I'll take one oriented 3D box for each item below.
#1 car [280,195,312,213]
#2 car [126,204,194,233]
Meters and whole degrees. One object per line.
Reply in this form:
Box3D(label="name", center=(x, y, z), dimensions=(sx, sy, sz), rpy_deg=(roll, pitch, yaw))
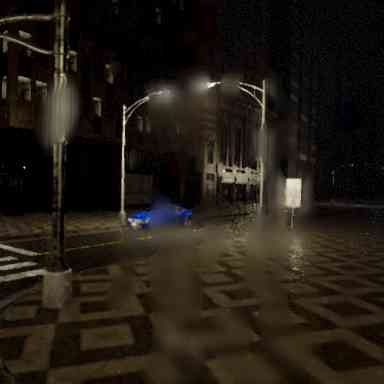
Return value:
Box3D(label="car", center=(12.196, 1.317, 38.674), dimensions=(2.150, 2.045, 5.566), rpy_deg=(2, 1, 36))
Box3D(label="car", center=(-1.691, 1.447, 19.311), dimensions=(1.812, 1.442, 4.674), rpy_deg=(2, 1, 36))
